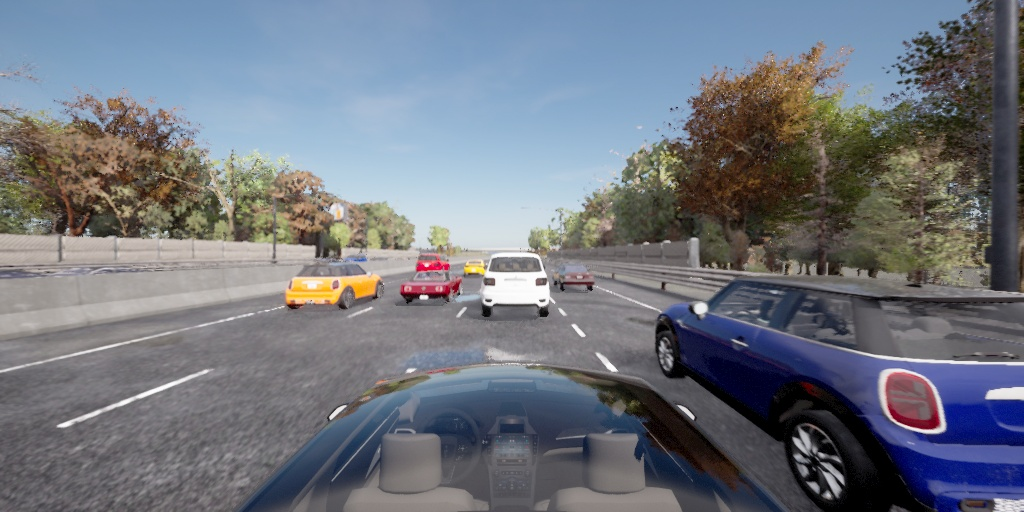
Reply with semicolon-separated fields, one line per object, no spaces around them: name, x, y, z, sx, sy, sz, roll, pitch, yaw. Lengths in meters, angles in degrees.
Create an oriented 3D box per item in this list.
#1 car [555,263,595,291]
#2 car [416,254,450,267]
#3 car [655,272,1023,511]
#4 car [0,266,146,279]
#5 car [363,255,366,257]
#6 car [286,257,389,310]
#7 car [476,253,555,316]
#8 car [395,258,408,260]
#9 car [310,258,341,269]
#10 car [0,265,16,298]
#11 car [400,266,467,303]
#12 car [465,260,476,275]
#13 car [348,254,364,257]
car;3.502;1.129;21.072;2.033;1.411;5.357;0;0;0
car;-6.899;0.853;31.701;2.150;2.045;5.566;0;0;0
car;3.479;1.011;4.395;2.097;1.767;4.553;0;0;2
car;-17.597;1.185;14.945;2.128;1.511;4.902;0;0;0
car;-21.039;0.896;56.483;2.097;1.767;4.553;0;0;1
car;-6.897;1.048;14.498;2.097;1.767;4.553;0;0;0
car;0.103;0.923;13.249;2.150;2.045;5.566;0;0;0
car;-17.540;1.021;56.626;1.882;1.535;5.008;0;0;1
car;-28.041;1.042;54.188;2.128;1.511;4.902;0;0;1
car;-24.598;1.199;14.650;1.837;1.490;4.892;0;0;0
car;-3.395;1.291;16.077;1.895;1.301;4.718;0;0;0
car;-3.394;1.101;34.136;1.882;1.535;5.008;0;0;0
car;-24.532;0.766;56.070;2.150;2.045;5.566;0;0;1
